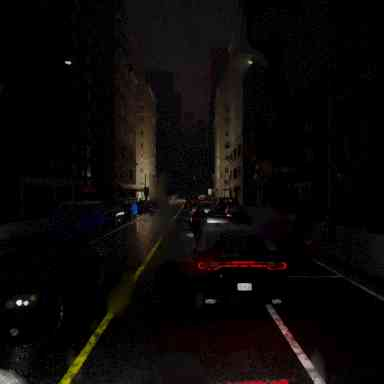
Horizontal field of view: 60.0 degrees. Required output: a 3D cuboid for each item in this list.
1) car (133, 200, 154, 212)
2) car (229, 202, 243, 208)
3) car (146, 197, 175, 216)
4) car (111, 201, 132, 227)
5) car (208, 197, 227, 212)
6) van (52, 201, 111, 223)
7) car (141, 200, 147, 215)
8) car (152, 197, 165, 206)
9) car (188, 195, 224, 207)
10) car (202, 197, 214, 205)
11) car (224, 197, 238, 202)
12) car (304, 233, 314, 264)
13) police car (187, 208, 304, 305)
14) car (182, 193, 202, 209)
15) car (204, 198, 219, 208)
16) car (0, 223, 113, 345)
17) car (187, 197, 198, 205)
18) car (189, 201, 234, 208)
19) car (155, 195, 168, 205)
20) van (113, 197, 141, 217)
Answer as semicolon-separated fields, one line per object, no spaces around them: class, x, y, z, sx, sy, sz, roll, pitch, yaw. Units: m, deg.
car;-5.622;1.585;39.038;1.802;1.307;4.206;0;0;0
car;2.883;1.582;22.523;1.802;1.307;4.206;0;0;0
car;-2.962;1.506;32.134;1.837;1.490;4.892;0;0;0
car;-5.643;1.551;22.534;2.008;1.369;4.403;0;0;0
car;2.903;1.444;39.028;1.967;1.590;4.097;0;0;0
van;-5.650;1.341;17.034;1.690;1.788;3.998;0;0;0
car;-5.629;1.568;33.537;1.947;1.339;4.313;0;0;0
car;-5.603;1.592;55.542;1.802;1.307;4.206;0;0;0
car;0.929;1.351;24.169;2.097;1.767;4.553;0;0;0
car;2.930;1.579;61.033;1.947;1.339;4.313;0;0;0
car;2.889;1.316;28.025;2.192;1.841;5.009;0;0;0
car;2.869;1.582;11.521;1.802;1.307;4.206;0;0;0
police car;0.909;1.425;8.309;1.930;1.638;5.238;0;0;0
car;0.081;1.358;46.286;2.097;1.767;4.553;0;0;1
car;2.916;1.558;50.030;2.008;1.369;4.403;0;0;0
car;-3.093;1.564;6.437;1.994;1.385;4.181;0;0;0
car;0.072;1.576;59.069;1.994;1.385;4.181;0;0;0
car;0.921;1.478;18.199;1.882;1.535;5.008;0;0;0
car;-5.596;1.453;61.044;1.967;1.590;4.097;0;0;0
van;-5.636;1.342;28.035;1.690;1.788;3.998;0;0;0
